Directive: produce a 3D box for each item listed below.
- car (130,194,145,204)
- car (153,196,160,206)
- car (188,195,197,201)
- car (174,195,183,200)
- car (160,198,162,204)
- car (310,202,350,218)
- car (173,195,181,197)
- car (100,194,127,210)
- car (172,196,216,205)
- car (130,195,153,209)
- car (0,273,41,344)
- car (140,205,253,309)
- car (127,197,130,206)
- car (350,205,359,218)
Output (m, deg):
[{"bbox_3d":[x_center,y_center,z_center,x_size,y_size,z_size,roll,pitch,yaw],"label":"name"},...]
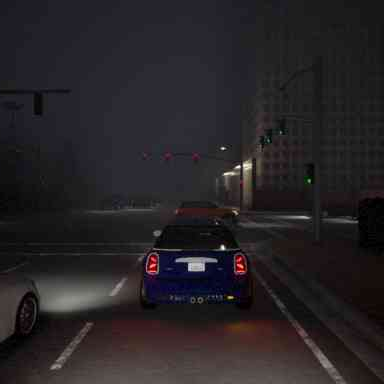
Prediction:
[{"bbox_3d":[-10.449,1.352,63.619,2.097,1.767,4.553,0,0,1],"label":"car"},{"bbox_3d":[-6.993,1.505,55.195,1.837,1.490,4.892,0,0,0],"label":"car"},{"bbox_3d":[0.132,1.540,83.814,2.033,1.411,5.357,0,0,0],"label":"car"},{"bbox_3d":[-3.368,1.423,83.754,1.895,1.301,4.718,0,0,0],"label":"car"},{"bbox_3d":[-6.940,1.564,65.241,1.994,1.385,4.181,0,0,0],"label":"car"},{"bbox_3d":[12.999,1.619,30.415,4.181,1.385,1.994,0,0,0],"label":"car"},{"bbox_3d":[-3.384,1.469,73.501,1.882,1.535,5.008,0,0,0],"label":"car"},{"bbox_3d":[-10.521,1.221,44.067,2.150,2.045,5.566,0,0,0],"label":"car"},{"bbox_3d":[1.009,1.384,23.208,4.553,1.767,2.097,0,0,0],"label":"car"},{"bbox_3d":[-7.012,1.526,46.301,1.812,1.442,4.674,0,0,0],"label":"car"},{"bbox_3d":[-3.433,1.526,3.599,1.812,1.442,4.674,0,0,1],"label":"car"},{"bbox_3d":[0.095,1.352,8.032,2.097,1.767,4.553,0,0,0],"label":"car"},{"bbox_3d":[-10.500,1.477,53.839,1.882,1.535,5.008,0,0,0],"label":"car"},{"bbox_3d":[15.844,1.560,26.915,4.892,1.490,1.837,0,0,0],"label":"car"}]
